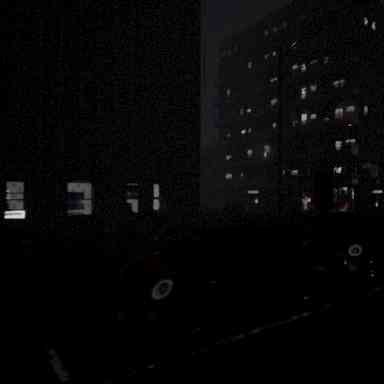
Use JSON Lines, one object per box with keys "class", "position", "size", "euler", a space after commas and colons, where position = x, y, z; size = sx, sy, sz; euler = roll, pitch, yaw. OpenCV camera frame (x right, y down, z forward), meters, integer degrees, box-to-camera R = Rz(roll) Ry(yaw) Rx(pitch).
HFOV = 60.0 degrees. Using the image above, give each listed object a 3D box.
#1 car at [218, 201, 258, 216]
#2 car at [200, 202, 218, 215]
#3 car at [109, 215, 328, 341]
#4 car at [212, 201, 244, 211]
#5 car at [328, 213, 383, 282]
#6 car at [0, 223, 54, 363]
{"class": "car", "position": [5.108, 1.788, 35.349], "size": [1.967, 1.590, 4.097], "euler": [-1, 0, -36]}
{"class": "car", "position": [1.999, 1.945, 39.707], "size": [1.752, 1.417, 4.829], "euler": [-1, 0, -36]}
{"class": "car", "position": [0.497, 1.443, 6.452], "size": [4.097, 1.590, 1.967], "euler": [0, 0, -35]}
{"class": "car", "position": [5.204, 2.020, 48.782], "size": [1.752, 1.417, 4.829], "euler": [-1, 0, -36]}
{"class": "car", "position": [4.959, 1.445, 9.744], "size": [4.097, 1.590, 1.967], "euler": [0, 0, -35]}
{"class": "car", "position": [-4.020, 1.314, 3.232], "size": [5.009, 1.841, 2.192], "euler": [0, 0, -35]}
